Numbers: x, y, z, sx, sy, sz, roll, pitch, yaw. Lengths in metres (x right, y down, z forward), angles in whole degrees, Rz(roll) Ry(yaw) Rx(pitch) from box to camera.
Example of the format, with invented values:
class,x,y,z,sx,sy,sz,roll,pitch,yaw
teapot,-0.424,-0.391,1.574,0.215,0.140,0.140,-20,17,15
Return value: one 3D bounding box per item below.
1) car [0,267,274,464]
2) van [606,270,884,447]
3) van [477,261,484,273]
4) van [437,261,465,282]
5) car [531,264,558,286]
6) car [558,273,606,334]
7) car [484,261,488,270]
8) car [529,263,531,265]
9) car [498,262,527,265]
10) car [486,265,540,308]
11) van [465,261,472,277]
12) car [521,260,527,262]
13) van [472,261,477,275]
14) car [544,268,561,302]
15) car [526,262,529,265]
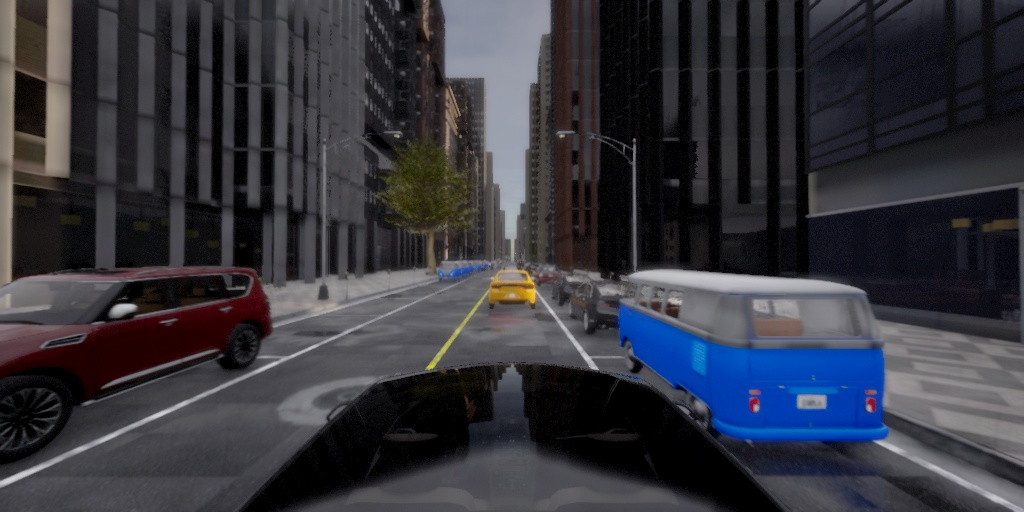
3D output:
class,x,y,z,sx,sy,sz,roll,pitch,yaw
car,-5.760,1.099,5.151,2.192,1.841,5.009,0,0,0
van,2.765,1.125,5.150,1.690,1.789,3.998,0,0,0
van,-5.733,1.635,55.713,1.690,1.789,3.998,0,0,0
van,-5.745,1.404,33.241,1.690,1.789,3.998,0,0,0
car,2.777,1.446,27.624,1.967,1.591,4.097,0,0,0
car,2.768,1.389,10.769,2.007,1.370,4.403,0,0,0
car,-5.730,1.897,61.331,1.888,1.381,4.507,0,0,0
car,2.780,1.589,33.412,1.751,1.417,4.829,0,0,0
car,0.038,1.519,31.110,1.882,1.535,5.008,0,0,0
car,0.031,1.369,16.105,1.882,1.535,5.008,0,0,0
van,-5.742,1.461,38.859,1.690,1.789,3.998,0,0,0
car,2.795,1.877,61.505,1.751,1.417,4.829,0,0,0
van,-5.739,1.519,44.477,1.690,1.789,3.998,0,0,0
car,2.771,1.445,16.387,2.007,1.370,4.403,0,0,0
car,2.786,1.743,44.480,1.948,1.339,4.313,0,0,0
